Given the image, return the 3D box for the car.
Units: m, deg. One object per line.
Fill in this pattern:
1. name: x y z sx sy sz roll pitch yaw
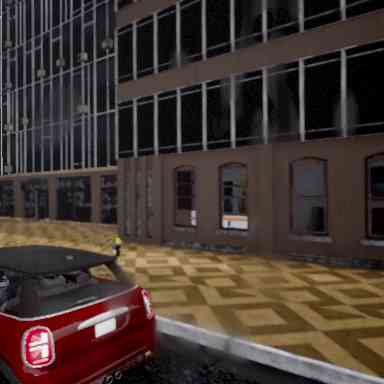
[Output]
1. car: -2.495 1.471 4.653 4.097 1.590 1.967 0 0 35
